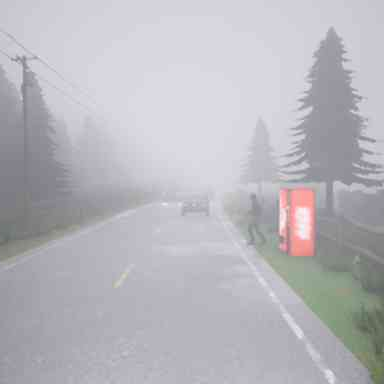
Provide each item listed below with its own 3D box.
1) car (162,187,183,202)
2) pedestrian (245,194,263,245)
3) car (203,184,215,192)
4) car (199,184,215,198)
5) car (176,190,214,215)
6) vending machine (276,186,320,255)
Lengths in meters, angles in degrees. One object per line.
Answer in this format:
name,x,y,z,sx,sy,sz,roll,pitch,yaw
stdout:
car,-1.984,0.189,37.381,2.097,1.767,4.553,0,2,5
pedestrian,2.169,0.931,11.579,0.375,1.860,0.375,0,2,0
car,4.032,-1.023,76.521,2.097,1.767,4.553,0,2,12
car,1.899,0.012,43.187,2.097,1.767,4.553,0,2,7
car,0.349,0.814,23.559,2.033,1.411,5.357,0,2,4
vending machine,3.335,0.864,10.577,1.100,2.100,0.880,0,2,0
